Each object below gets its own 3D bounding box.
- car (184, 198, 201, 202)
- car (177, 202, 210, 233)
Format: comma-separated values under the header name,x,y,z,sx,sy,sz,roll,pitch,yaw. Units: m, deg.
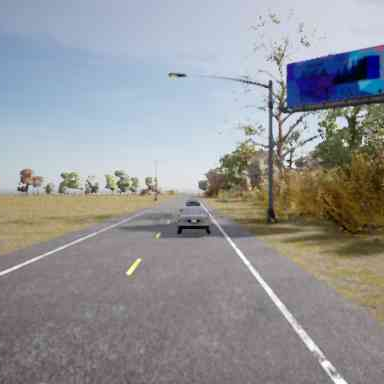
name,x,y,z,sx,sy,sz,roll,pitch,yaw
car,0.107,1.518,43.017,1.837,1.490,4.892,0,0,0
car,0.102,1.554,19.744,2.033,1.411,5.357,0,0,0
